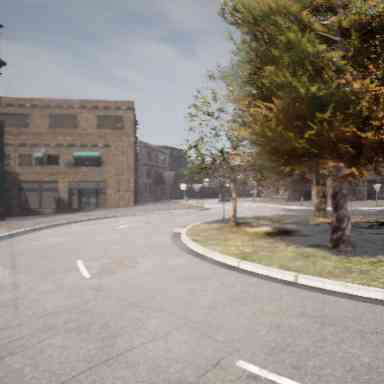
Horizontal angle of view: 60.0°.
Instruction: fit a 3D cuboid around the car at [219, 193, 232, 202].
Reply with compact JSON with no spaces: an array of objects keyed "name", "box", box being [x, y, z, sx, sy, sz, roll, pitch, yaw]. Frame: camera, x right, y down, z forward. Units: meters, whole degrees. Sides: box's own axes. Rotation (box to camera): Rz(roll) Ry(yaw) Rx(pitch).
[{"name":"car","box":[5.418,0.888,53.323,2.128,1.511,4.902,0,0,0]}]
